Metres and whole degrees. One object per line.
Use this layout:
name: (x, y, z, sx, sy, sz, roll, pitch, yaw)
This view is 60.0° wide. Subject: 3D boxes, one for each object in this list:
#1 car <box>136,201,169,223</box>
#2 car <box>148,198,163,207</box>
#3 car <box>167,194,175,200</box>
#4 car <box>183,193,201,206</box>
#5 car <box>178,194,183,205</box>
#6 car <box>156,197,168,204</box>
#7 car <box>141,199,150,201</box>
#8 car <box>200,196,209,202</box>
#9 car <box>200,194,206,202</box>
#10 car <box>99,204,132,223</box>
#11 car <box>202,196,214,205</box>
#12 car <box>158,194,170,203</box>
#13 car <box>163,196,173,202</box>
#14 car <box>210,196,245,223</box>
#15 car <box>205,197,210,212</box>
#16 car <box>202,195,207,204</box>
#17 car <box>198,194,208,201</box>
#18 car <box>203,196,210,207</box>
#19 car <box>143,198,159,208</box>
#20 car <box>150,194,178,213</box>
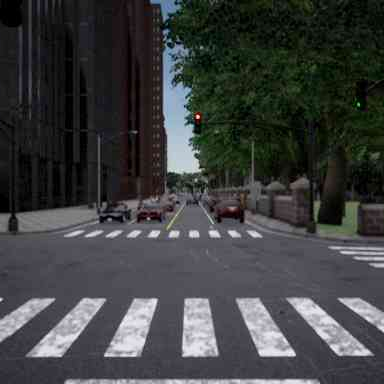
car: (-3.085, 1.595, 25.838, 1.895, 1.301, 4.718, 0, 0, 0)
car: (-5.734, 1.588, 52.677, 1.802, 1.307, 4.206, 0, 0, 0)
car: (-5.713, 1.475, 90.877, 1.967, 1.590, 4.097, 0, 0, 0)
car: (0.085, 1.360, 55.670, 2.097, 1.767, 4.553, 0, 0, 0)
car: (-2.984, 1.517, 58.355, 1.837, 1.490, 4.892, 0, -1, 0)
car: (-5.728, 1.594, 63.592, 1.802, 1.307, 4.206, 0, 0, 0)
car: (-5.740, 1.552, 41.763, 2.008, 1.369, 4.403, 0, 0, 0)
car: (2.804, 1.544, 74.675, 1.752, 1.417, 4.829, 0, 0, 0)
car: (2.792, 1.447, 52.679, 1.967, 1.590, 4.097, 0, 0, 0)
car: (-5.748, 1.560, 25.392, 1.947, 1.339, 4.313, 0, 0, 0)
car: (2.795, 1.449, 58.136, 1.967, 1.590, 4.097, 0, 0, 0)
car: (-5.724, 1.330, 69.049, 2.192, 1.841, 5.009, 0, 0, 0)
car: (-5.719, 1.568, 79.963, 1.887, 1.381, 4.507, 0, 0, 0)
car: (2.777, 1.309, 25.397, 2.192, 1.841, 5.009, 0, 0, 0)
car: (2.783, 1.565, 36.309, 1.947, 1.339, 4.313, 0, 0, 0)
car: (2.789, 1.555, 47.223, 2.008, 1.369, 4.403, 0, 0, 0)
car: (2.809, 1.344, 85.419, 2.192, 1.841, 5.009, 0, 0, 0)
car: (2.786, 1.552, 41.766, 2.008, 1.369, 4.403, 0, 0, 0)
car: (-5.737, 1.586, 47.220, 1.802, 1.307, 4.206, 0, 0, 0)
car: (-3.068, 1.353, 37.641, 2.097, 1.767, 4.553, 0, 0, 2)
